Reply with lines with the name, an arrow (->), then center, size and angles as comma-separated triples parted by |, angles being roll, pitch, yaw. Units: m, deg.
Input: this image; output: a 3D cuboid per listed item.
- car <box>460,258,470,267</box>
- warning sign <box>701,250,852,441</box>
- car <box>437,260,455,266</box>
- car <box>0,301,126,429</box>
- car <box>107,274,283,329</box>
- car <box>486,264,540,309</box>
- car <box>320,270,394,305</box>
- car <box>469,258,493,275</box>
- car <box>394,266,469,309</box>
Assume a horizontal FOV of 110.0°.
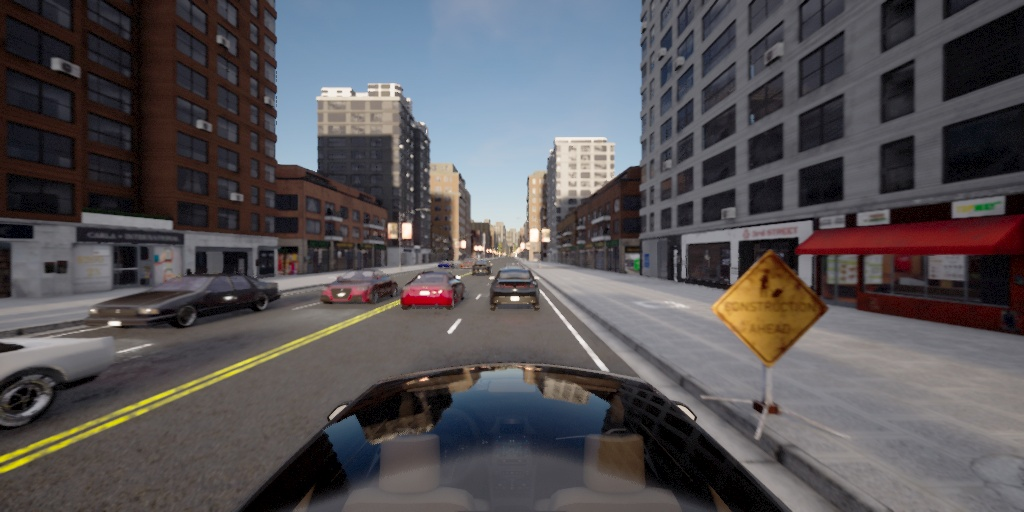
car -> -6.564, 1.054, 54.033 | 2.097, 1.767, 4.553 | 0, 0, 0
warning sign -> 2.850, 0.863, 4.014 | 1.300, 1.860, 1.060 | 0, 0, 0
car -> -9.813, 1.303, 53.583 | 1.895, 1.301, 4.718 | 0, 0, 0
car -> -6.599, 1.349, 2.851 | 1.895, 1.301, 4.718 | 0, 0, 0
car -> -9.845, 1.287, 11.544 | 2.033, 1.411, 5.357 | 0, 0, 0
car -> 0.099, 1.240, 14.798 | 1.837, 1.490, 4.892 | 0, 0, 0
car -> -6.579, 1.299, 15.811 | 1.994, 1.385, 4.181 | 0, 0, 0
car -> -3.158, 1.222, 38.437 | 1.837, 1.490, 4.892 | 0, 1, 0
car -> -3.151, 1.300, 14.942 | 1.994, 1.385, 4.181 | 0, 0, 0
